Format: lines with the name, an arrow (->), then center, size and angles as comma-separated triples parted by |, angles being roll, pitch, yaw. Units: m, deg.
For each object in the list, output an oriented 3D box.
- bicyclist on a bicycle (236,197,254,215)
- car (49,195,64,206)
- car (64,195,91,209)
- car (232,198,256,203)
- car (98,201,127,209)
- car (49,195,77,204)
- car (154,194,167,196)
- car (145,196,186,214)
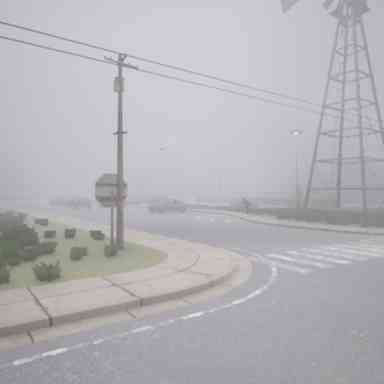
bicyclist on a bicycle -> 4.757, 1.297, 30.117 | 1.656, 1.620, 0.582 | 0, 0, -2
car -> -21.430, 1.489, 53.264 | 2.128, 1.511, 4.902 | 0, 0, -37
car -> -15.419, 1.350, 45.260 | 2.097, 1.767, 4.553 | 0, 0, -36
car -> 6.971, 1.515, 44.287 | 3.905, 1.438, 1.784 | 0, 0, -36
car -> -11.131, 1.310, 46.241 | 3.866, 1.878, 1.905 | 0, 0, -36
car -> -25.458, 1.477, 65.752 | 4.611, 1.667, 2.242 | 0, 0, -36
car -> -6.479, 1.305, 62.300 | 4.605, 1.855, 1.932 | 0, 0, -36
car -> -2.693, 1.502, 35.711 | 4.193, 1.474, 1.816 | 0, 0, -36
